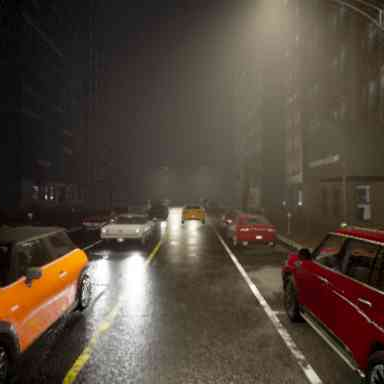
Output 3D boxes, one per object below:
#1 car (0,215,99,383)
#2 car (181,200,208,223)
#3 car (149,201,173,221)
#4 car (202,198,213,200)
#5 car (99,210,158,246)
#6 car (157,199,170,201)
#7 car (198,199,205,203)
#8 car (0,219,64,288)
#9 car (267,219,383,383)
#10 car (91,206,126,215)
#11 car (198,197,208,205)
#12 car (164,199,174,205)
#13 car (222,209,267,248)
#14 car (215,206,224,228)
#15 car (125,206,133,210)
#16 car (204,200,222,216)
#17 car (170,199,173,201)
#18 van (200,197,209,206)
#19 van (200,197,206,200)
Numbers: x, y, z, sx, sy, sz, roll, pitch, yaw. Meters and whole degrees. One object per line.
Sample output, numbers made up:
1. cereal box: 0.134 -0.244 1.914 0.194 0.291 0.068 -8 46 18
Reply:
1. car: -3.096 1.405 4.879 2.097 1.767 4.553 0 -1 0
2. car: 0.091 1.779 28.480 1.882 1.535 5.008 0 0 0
3. car: -3.061 1.871 30.576 2.033 1.411 5.357 0 -1 0
4. car: 2.684 1.900 43.819 1.967 1.590 4.097 0 -1 0
5. car: -3.062 1.778 16.513 1.895 1.301 4.718 0 -1 0
6. car: -5.702 2.074 60.712 1.967 1.590 4.097 1 -1 0
7. car: 2.666 2.556 94.588 1.802 1.307 4.206 1 -1 0
8. car: -5.687 1.658 9.927 2.008 1.369 4.403 0 -1 0
9. car: 2.698 1.363 4.333 2.192 1.841 5.009 0 -1 0
10. car: -5.690 1.808 21.212 1.802 1.307 4.206 1 -1 0
11. car: 2.673 2.176 83.308 2.192 1.841 5.009 1 -1 0
12. car: -5.711 2.412 83.280 2.008 1.369 4.403 1 -1 0
13. car: 2.693 1.712 15.612 1.887 1.381 4.507 0 -1 0
14. car: 2.690 1.808 21.253 1.802 1.307 4.206 0 -1 0
15. car: -5.692 1.830 26.854 1.887 1.381 4.507 1 -1 0
16. car: 2.685 1.947 38.177 1.887 1.381 4.507 0 -1 0
17. car: -5.707 2.298 71.995 2.008 1.369 4.403 1 -1 0
18. van: 2.676 2.089 72.026 1.690 1.788 3.998 1 -1 0
19. van: 2.681 1.918 55.102 1.690 1.788 3.998 1 -1 0
